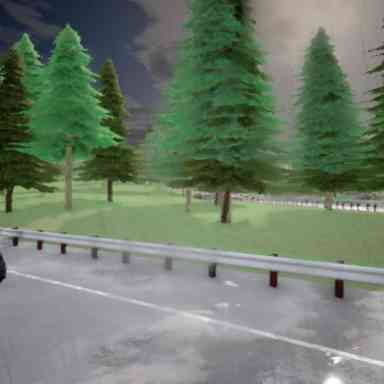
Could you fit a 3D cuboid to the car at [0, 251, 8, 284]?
[{"bbox_3d":[-6.343,1.543,7.968,4.181,1.385,1.994,0,0,32],"label":"car"}]
